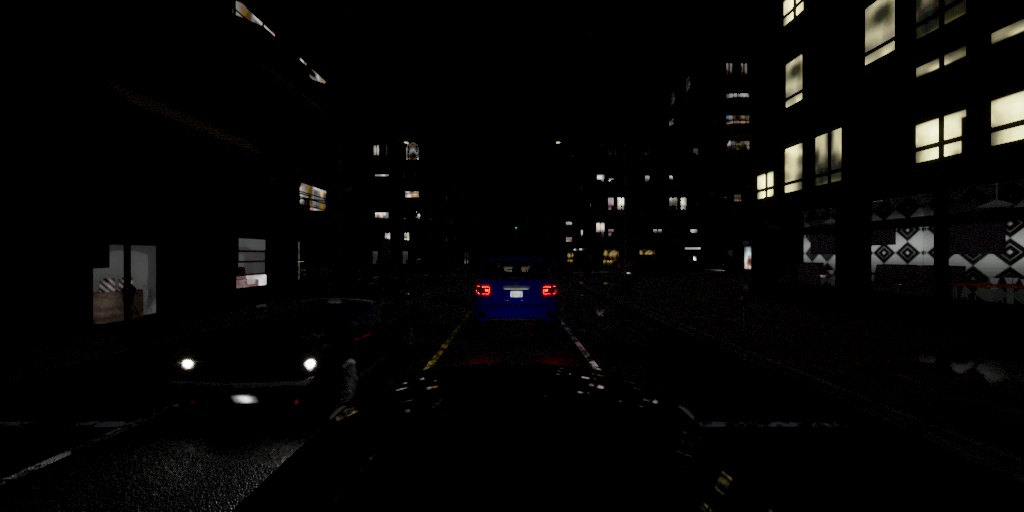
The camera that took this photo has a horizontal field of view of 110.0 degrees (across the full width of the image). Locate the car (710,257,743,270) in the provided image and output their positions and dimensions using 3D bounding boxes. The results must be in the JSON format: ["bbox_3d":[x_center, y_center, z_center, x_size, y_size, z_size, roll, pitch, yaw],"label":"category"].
[{"bbox_3d":[25.752,0.790,40.182,5.357,1.411,2.033,-1,0,-1],"label":"car"}]

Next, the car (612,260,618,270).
[{"bbox_3d":[14.614,0.760,42.684,5.009,1.841,2.192,0,0,0],"label":"car"}]

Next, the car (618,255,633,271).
[{"bbox_3d":[14.993,0.921,40.097,5.008,1.535,1.882,-1,0,0],"label":"car"}]

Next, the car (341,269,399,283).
[{"bbox_3d":[-5.728,1.330,14.344,1.802,1.307,4.207,0,0,0],"label":"car"}]

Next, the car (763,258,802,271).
[{"bbox_3d":[25.834,0.819,34.391,4.313,1.339,1.948,0,0,0],"label":"car"}]

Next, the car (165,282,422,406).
[{"bbox_3d":[-3.095,1.350,6.357,1.895,1.301,4.718,0,0,0],"label":"car"}]

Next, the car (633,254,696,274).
[{"bbox_3d":[14.741,0.775,34.305,5.009,1.841,2.192,0,0,0],"label":"car"}]

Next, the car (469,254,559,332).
[{"bbox_3d":[0.107,0.970,10.935,2.150,2.045,5.566,0,0,0],"label":"car"}]

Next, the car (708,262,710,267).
[{"bbox_3d":[25.705,0.820,42.771,4.207,1.307,1.802,0,0,0],"label":"car"}]
